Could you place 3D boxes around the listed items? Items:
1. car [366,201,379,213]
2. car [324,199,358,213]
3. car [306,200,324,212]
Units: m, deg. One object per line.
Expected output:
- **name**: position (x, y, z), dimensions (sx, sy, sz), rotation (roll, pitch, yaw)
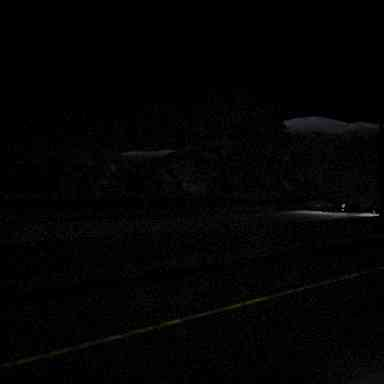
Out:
- **car**: position (22.510, 1.825, 39.590), dimensions (5.357, 1.411, 2.033), rotation (1, 0, -44)
- **car**: position (18.427, 1.610, 40.576), dimensions (4.553, 1.767, 2.097), rotation (0, 0, -44)
- **car**: position (16.844, 1.789, 43.882), dimensions (4.674, 1.442, 1.812), rotation (1, 0, -44)
